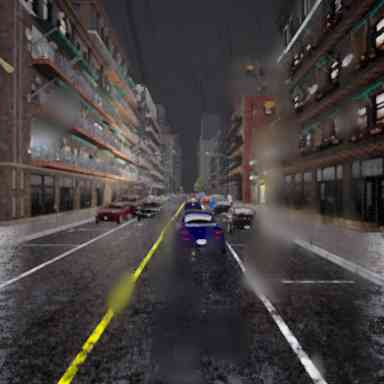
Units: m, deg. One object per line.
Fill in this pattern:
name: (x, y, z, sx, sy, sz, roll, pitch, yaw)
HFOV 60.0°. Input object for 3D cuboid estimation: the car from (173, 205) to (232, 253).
car: (0.233, 1.479, 13.335, 1.812, 1.442, 4.674, 0, 0, -2)

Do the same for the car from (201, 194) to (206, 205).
car: (2.729, 1.393, 52.448, 1.887, 1.381, 4.507, 0, 0, 0)

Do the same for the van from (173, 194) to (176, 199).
van: (-5.628, 1.136, 86.443, 1.690, 1.788, 3.998, 0, 0, 0)

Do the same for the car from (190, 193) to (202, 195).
car: (0.140, 1.189, 58.545, 2.097, 1.767, 4.553, 0, 0, 0)

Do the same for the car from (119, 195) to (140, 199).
car: (-5.664, 1.217, 29.797, 2.192, 1.841, 5.009, 0, 0, 0)

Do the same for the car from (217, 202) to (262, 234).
car: (2.707, 1.487, 18.461, 2.008, 1.369, 4.403, 0, 0, 0)

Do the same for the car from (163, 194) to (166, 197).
car: (-5.651, 1.399, 52.455, 2.008, 1.369, 4.403, 0, 0, 0)

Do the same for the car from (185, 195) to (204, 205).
car: (0.128, 1.437, 40.973, 1.994, 1.385, 4.181, 0, 0, 0)

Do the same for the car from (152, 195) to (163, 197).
car: (-5.654, 1.300, 46.789, 1.967, 1.590, 4.097, 0, 0, 0)

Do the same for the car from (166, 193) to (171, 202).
car: (-5.643, 1.354, 63.614, 1.752, 1.417, 4.829, 0, 0, 0)

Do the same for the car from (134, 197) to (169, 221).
car: (-3.081, 1.418, 25.936, 1.837, 1.490, 4.892, 0, 0, 0)

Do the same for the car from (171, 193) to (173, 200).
car: (-5.639, 1.258, 69.450, 1.967, 1.590, 4.097, 0, 0, 0)

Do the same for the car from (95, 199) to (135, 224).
car: (-5.669, 1.463, 24.132, 1.887, 1.381, 4.507, 0, 0, 0)

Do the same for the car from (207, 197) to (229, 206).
car: (2.715, 1.453, 29.791, 2.008, 1.369, 4.403, 0, 0, 0)

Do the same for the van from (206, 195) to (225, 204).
van: (2.719, 1.228, 35.453, 1.690, 1.788, 3.998, 0, 0, 0)

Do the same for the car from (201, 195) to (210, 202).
car: (2.740, 1.400, 69.443, 1.802, 1.307, 4.206, 0, 0, 0)

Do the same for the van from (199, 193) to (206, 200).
van: (2.752, 1.136, 86.437, 1.690, 1.788, 3.998, 0, 0, 0)
